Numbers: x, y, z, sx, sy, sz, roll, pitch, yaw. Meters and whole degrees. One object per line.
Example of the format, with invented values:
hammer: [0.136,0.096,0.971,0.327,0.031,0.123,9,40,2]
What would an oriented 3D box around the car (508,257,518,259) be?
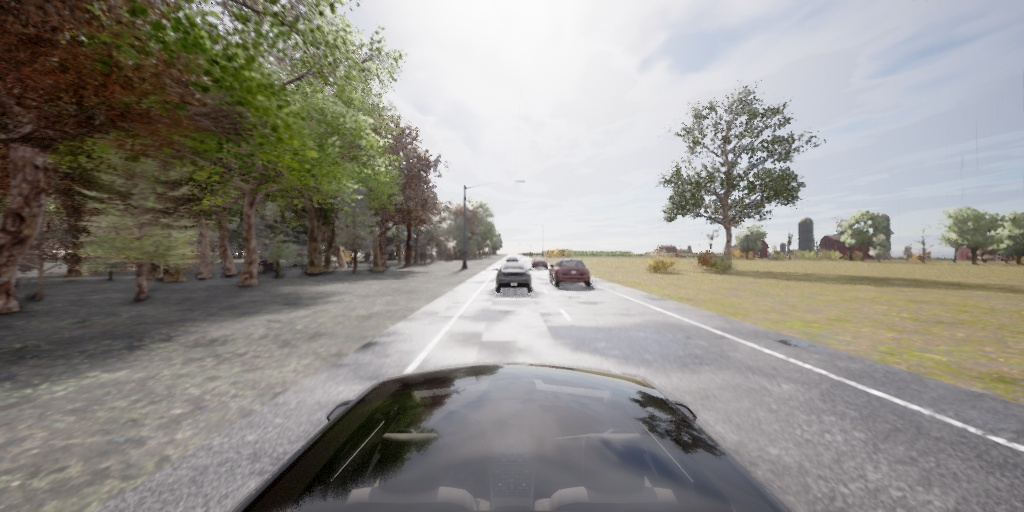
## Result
car: [0.084,0.844,51.993,1.837,1.490,4.892,0,1,0]

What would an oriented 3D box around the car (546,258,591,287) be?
car: [3.570,0.934,22.823,2.097,1.767,4.553,0,0,0]

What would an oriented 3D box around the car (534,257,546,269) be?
car: [3.584,0.907,46.973,1.812,1.442,4.674,0,1,0]

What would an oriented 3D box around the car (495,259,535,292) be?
car: [0.094,1.111,20.023,1.837,1.490,4.892,0,1,0]
